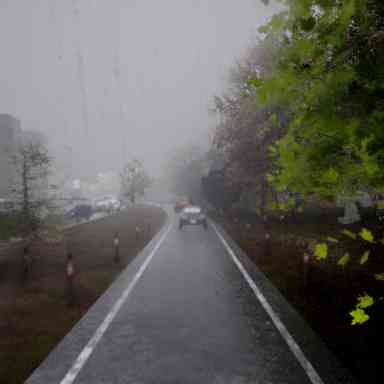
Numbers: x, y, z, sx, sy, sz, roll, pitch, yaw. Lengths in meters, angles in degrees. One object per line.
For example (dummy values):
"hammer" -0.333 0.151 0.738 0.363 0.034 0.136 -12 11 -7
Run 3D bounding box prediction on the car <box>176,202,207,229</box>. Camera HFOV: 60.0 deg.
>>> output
"car" 0.046 1.672 22.953 1.812 1.442 4.674 0 0 -1

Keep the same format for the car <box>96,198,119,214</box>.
"car" -9.852 1.702 37.347 2.002 1.452 4.674 1 -1 -5

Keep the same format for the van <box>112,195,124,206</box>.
"van" -14.471 1.624 64.756 1.878 1.987 4.442 1 -2 -16

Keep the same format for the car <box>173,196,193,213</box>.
"car" -1.068 1.446 40.590 2.150 2.045 5.566 0 0 -6

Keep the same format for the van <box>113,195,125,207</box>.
"van" -13.126 1.570 59.341 1.878 1.987 4.442 1 -2 -15

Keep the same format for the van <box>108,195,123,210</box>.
"van" -11.083 1.494 48.343 1.878 1.987 4.442 1 -2 -10

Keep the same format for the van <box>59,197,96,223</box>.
"van" -9.243 1.369 26.112 1.878 1.987 4.442 0 -1 -2

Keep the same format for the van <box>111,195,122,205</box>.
"van" -15.996 1.688 70.135 1.878 1.987 4.442 1 -2 -16

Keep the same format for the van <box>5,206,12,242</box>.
"van" -9.083 1.306 16.161 1.878 1.987 4.442 0 -1 -2

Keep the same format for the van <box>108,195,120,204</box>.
"van" -17.706 1.764 75.462 1.878 1.987 4.442 2 -2 -21

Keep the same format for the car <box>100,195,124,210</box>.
"car" -10.373 1.440 42.887 2.435 2.045 5.566 1 -2 -9

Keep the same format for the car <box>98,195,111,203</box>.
"car" -24.057 2.036 91.069 2.435 2.045 5.566 2 -2 -25
